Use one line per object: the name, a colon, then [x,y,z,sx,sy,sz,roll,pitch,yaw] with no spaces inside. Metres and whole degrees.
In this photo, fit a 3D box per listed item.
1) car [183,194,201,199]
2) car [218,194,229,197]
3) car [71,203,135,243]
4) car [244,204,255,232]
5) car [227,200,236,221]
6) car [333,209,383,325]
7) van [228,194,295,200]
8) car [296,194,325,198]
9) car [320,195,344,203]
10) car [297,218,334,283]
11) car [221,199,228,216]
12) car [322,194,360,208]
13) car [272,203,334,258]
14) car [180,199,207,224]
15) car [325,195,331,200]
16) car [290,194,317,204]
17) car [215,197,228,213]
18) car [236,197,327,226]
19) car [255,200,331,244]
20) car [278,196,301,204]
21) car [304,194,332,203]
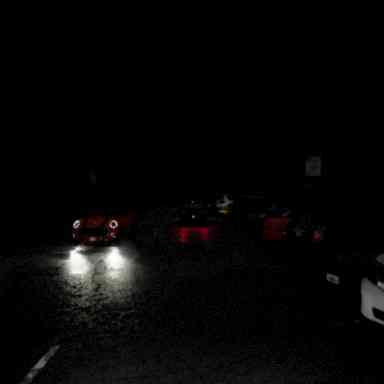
car: [0.022,1.293,42.544,2.150,2.045,5.566,0,-1,0]
car: [5.363,1.300,38.161,5.566,2.045,2.435,1,0,-20]
car: [-4.124,1.370,16.000,2.097,1.767,4.553,0,0,0]
car: [5.363,1.546,17.112,4.674,1.452,2.002,1,0,-20]
car: [5.357,1.518,23.124,5.008,1.535,2.097,1,0,-20]
car: [5.322,1.237,5.088,5.566,2.045,2.435,1,0,-20]
van: [5.475,1.301,26.169,4.442,1.987,1.878,1,0,-20]
car: [18.311,1.345,54.168,2.435,2.045,5.566,0,1,-21]
car: [29.970,1.520,71.488,2.185,1.767,4.553,1,-1,-22]
car: [5.324,1.522,8.088,4.792,1.488,2.163,1,0,-20]
car: [5.366,1.572,29.126,4.674,1.452,2.002,1,0,-20]
car: [24.192,1.348,54.369,2.435,2.045,5.566,0,1,-22]
car: [5.324,1.370,11.102,4.553,1.767,2.185,1,0,-20]
car: [0.089,1.514,25.006,1.882,1.535,5.008,0,0,0]
car: [21.227,1.627,54.285,2.163,1.488,4.792,0,1,-22]
car: [23.914,1.390,71.316,2.435,2.045,5.566,0,-1,-21]
car: [5.180,1.532,32.068,5.366,1.575,1.946,1,0,-20]
car: [5.399,1.387,20.121,4.553,1.767,2.185,1,0,-20]
car: [5.328,1.375,14.104,4.553,1.767,2.185,1,0,-20]
car: [20.892,1.669,71.230,2.163,1.488,4.792,0,-1,-21]
car: [26.975,1.391,71.356,2.435,2.045,5.566,1,-1,-22]
